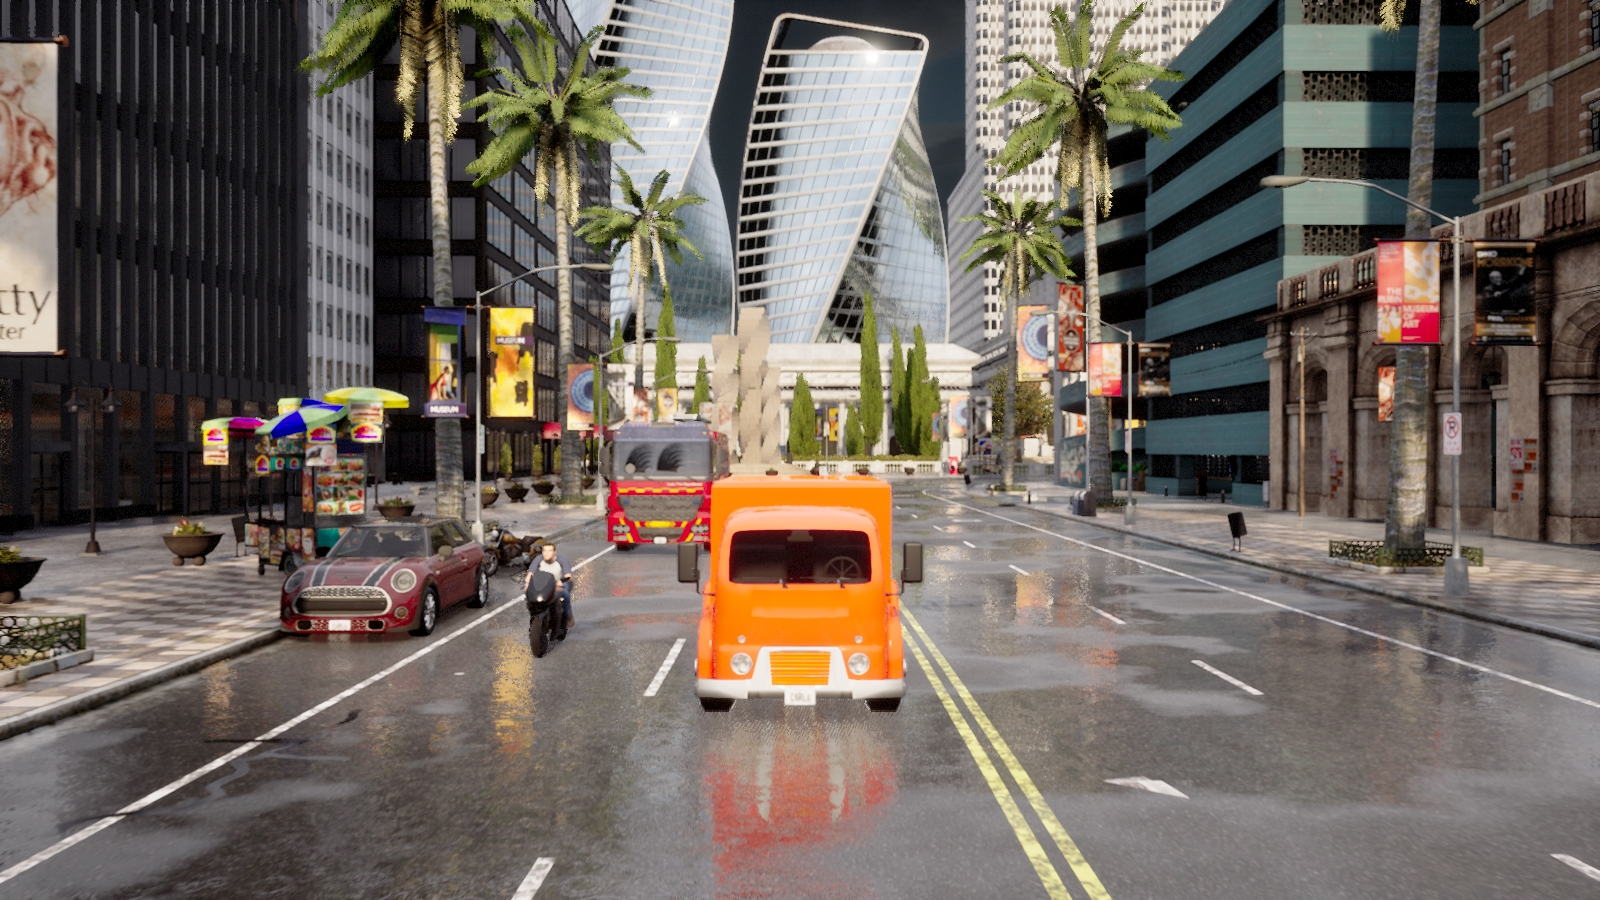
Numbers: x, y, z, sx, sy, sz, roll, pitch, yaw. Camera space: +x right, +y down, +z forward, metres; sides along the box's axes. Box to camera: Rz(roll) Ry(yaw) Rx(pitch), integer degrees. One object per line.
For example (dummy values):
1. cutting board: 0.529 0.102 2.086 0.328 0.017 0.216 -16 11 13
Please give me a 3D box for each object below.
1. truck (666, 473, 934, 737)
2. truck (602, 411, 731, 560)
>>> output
1. truck: 0.008 1.571 13.803 2.627 2.467 5.204 0 0 0
2. truck: -3.682 0.907 33.571 2.891 3.827 8.468 0 0 -1
